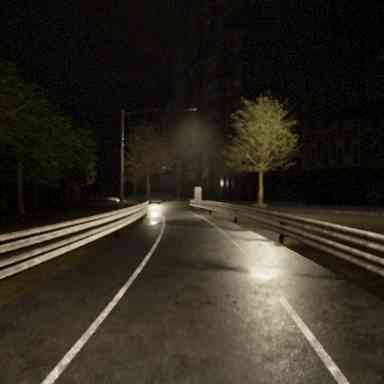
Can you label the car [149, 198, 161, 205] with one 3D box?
[{"bbox_3d":[-6.906,1.656,59.805,1.895,1.301,4.718,0,0,-18],"label":"car"}]
